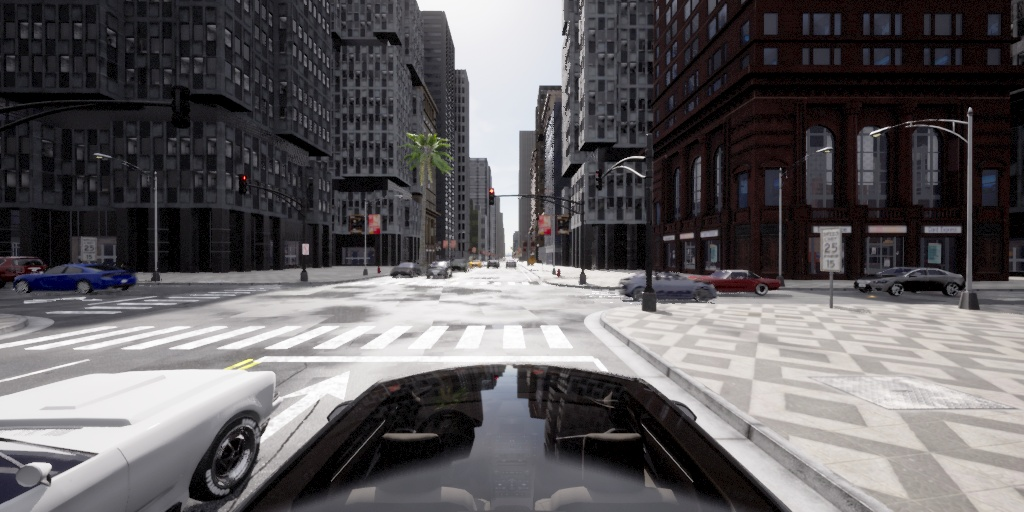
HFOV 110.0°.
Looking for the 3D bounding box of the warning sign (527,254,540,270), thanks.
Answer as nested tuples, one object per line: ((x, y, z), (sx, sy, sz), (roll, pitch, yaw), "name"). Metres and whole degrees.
((2.655, 0.941, 47.599), (1.300, 1.860, 1.060), (0, 0, 0), "warning sign")

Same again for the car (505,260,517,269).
((-0.158, 1.432, 63.649), (2.128, 1.511, 4.902), (0, 0, 0), "car")

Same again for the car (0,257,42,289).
((-30.789, 0.944, 21.283), (5.009, 1.841, 2.192), (0, 0, -1), "car")

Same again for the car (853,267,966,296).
((21.549, 1.350, 19.559), (4.902, 1.511, 2.128), (0, 0, 0), "car")

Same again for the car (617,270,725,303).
((7.098, 1.368, 16.659), (4.181, 1.385, 1.994), (0, 0, 3), "car")

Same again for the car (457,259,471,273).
((-6.784, 1.168, 45.616), (2.097, 1.767, 4.553), (0, 0, 0), "car")

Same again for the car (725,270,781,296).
((11.650, 1.414, 19.524), (4.718, 1.301, 1.895), (0, 0, 0), "car")

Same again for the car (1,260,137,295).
((-22.690, 1.150, 18.714), (5.008, 1.535, 1.882), (0, 0, 0), "car")

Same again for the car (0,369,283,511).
((-3.149, 1.351, 1.454), (1.895, 1.301, 4.718), (0, 0, -3), "car")

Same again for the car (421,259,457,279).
((-6.748, 1.262, 33.612), (2.128, 1.511, 4.902), (0, 0, -2), "car")

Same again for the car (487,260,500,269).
((-3.411, 1.444, 63.326), (1.837, 1.490, 4.892), (0, 0, 0), "car")

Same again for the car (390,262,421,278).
((-9.989, 1.320, 34.419), (2.033, 1.411, 5.357), (0, 0, 0), "car")
